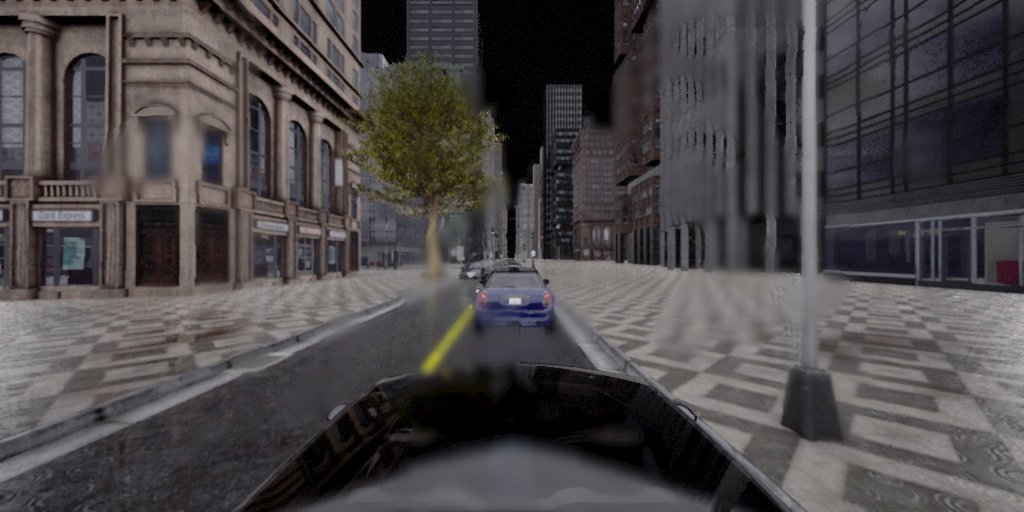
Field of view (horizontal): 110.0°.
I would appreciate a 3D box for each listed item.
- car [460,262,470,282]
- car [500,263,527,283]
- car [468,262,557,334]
[{"bbox_3d":[-3.096,1.259,29.451,2.128,1.511,4.902,0,0,0],"label":"car"},{"bbox_3d":[0.098,1.315,29.517,2.033,1.411,5.357,0,0,0],"label":"car"},{"bbox_3d":[0.083,1.103,10.727,2.097,1.767,4.553,0,0,0],"label":"car"}]
